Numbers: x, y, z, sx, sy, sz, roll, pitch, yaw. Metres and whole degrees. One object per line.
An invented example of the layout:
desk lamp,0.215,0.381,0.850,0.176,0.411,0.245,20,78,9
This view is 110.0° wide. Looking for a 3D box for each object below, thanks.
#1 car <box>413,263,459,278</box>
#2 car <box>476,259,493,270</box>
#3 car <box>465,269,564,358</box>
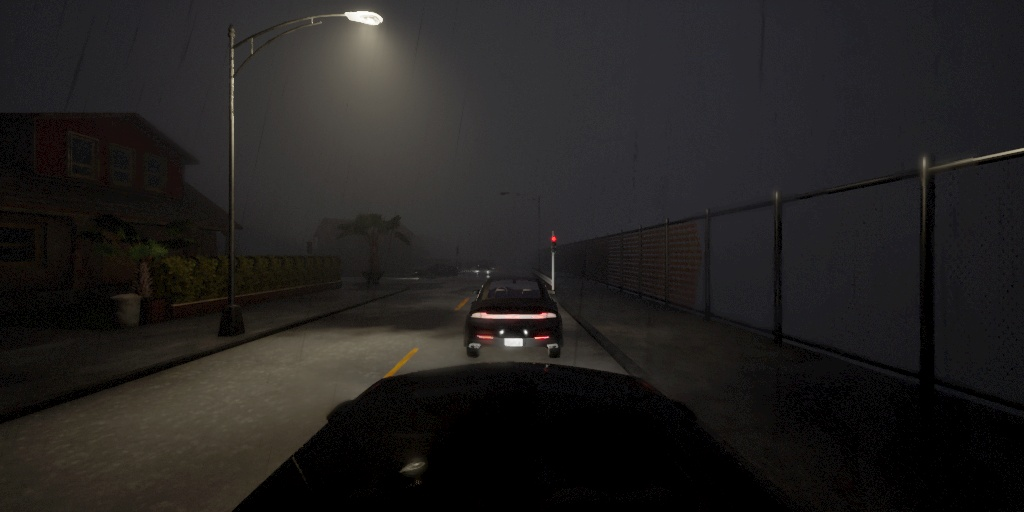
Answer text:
car,-7.088,1.312,33.640,4.181,1.385,1.994,0,1,-41
car,-4.111,1.252,51.849,1.837,1.490,4.892,0,0,0
car,0.052,1.241,8.465,2.128,1.511,4.902,0,0,0
